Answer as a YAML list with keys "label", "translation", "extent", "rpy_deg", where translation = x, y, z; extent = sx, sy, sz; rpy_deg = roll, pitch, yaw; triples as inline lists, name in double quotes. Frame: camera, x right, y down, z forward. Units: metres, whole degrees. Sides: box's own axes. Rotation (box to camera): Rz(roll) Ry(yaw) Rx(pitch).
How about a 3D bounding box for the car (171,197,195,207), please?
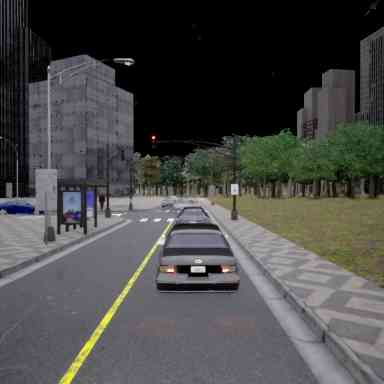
- label: "car"
  translation: [-0.497, 1.568, 38.020]
  extent: [1.895, 1.301, 4.718]
  rpy_deg: [0, 0, 16]

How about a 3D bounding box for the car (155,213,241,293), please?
- label: "car"
  translation: [0.094, 1.545, 8.961]
  extent: [2.033, 1.411, 5.357]
  rpy_deg: [0, 0, -1]

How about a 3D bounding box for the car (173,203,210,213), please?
- label: "car"
  translation: [0.071, 1.554, 19.239]
  extent: [1.994, 1.385, 4.181]
  rpy_deg: [0, 0, 0]

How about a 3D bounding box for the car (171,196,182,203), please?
- label: "car"
  translation: [-3.089, 1.520, 66.679]
  extent: [1.895, 1.301, 4.718]
  rpy_deg: [0, 0, 0]

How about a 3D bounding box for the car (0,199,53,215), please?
- label: "car"
  translation: [-15.655, 1.427, 31.203]
  extent: [5.008, 1.535, 1.882]
  rpy_deg: [1, 1, 0]

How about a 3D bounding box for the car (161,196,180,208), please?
- label: "car"
  translation: [-3.129, 1.519, 45.811]
  extent: [1.994, 1.385, 4.181]
  rpy_deg: [0, 0, -1]

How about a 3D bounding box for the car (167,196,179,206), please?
- label: "car"
  translation: [-3.124, 1.465, 55.658]
  extent: [1.812, 1.442, 4.674]
  rpy_deg: [0, 0, 0]

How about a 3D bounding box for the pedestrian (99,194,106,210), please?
- label: "pedestrian"
  translation: [-10.108, 1.052, 37.307]
  extent: [0.375, 1.860, 0.375]
  rpy_deg: [0, 0, 1]
